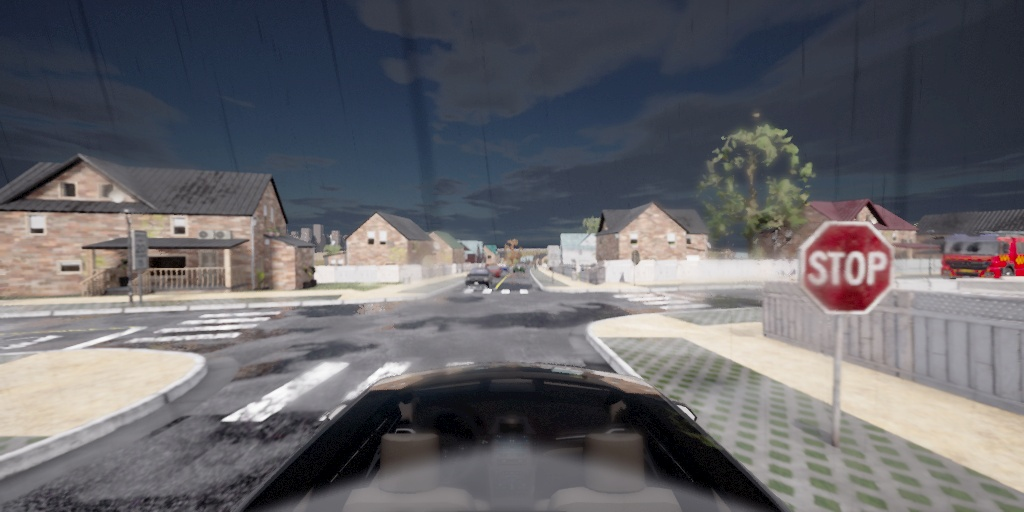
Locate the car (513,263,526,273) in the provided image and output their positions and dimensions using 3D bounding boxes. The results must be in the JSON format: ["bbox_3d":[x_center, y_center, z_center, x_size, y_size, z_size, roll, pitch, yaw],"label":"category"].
[{"bbox_3d":[1.232,2.045,61.330,2.097,1.767,4.553,0,-1,2],"label":"car"}]

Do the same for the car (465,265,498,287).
[{"bbox_3d":[-2.559,1.669,29.006,2.033,1.411,5.357,0,-1,1],"label":"car"}]

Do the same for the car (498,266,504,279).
[{"bbox_3d":[-2.257,1.809,41.965,1.882,1.535,5.008,0,0,2],"label":"car"}]

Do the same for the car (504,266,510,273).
[{"bbox_3d":[-1.443,2.333,63.586,1.895,1.301,4.718,0,-1,3],"label":"car"}]

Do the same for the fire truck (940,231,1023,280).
[{"bbox_3d":[37.558,0.060,27.650,8.468,3.827,2.891,0,2,-17],"label":"fire truck"}]
